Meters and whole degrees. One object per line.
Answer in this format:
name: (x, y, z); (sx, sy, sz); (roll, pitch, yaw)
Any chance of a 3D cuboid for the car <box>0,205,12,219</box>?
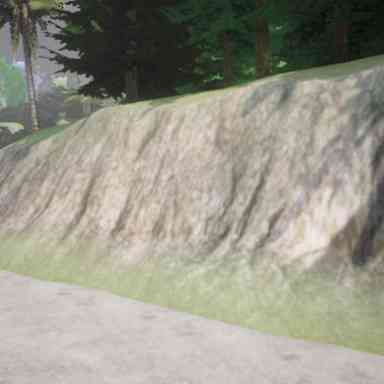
car: (-19.613, 1.883, 31.344); (2.128, 1.511, 4.902); (-1, 0, 36)
